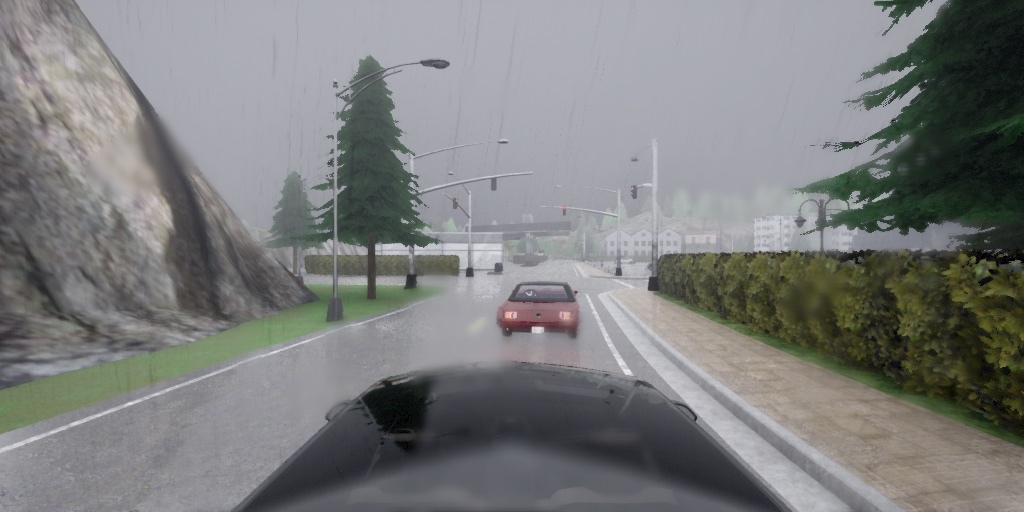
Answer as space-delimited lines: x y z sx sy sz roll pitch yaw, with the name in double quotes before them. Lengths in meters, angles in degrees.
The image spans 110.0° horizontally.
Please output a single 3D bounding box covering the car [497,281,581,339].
"car" 0.914 1.351 10.127 1.895 1.301 4.718 0 0 8
